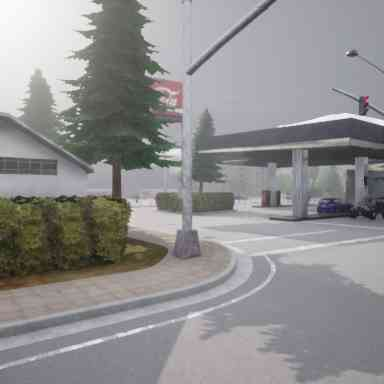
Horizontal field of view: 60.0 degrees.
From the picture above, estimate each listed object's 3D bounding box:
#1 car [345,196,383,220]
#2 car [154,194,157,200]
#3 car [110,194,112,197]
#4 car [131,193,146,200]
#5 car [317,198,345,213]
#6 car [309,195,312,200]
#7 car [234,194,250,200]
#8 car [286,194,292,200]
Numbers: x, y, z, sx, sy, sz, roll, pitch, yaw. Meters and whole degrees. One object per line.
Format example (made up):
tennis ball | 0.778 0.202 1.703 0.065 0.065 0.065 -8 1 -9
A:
car | 15.127 1.309 28.220 3.866 1.878 1.905 0 0 -36
car | -6.293 1.092 71.430 1.932 1.855 4.605 0 0 -36
car | -17.801 1.294 75.424 2.007 1.523 4.514 0 0 -36
car | -14.005 1.148 87.322 2.152 1.636 5.027 0 0 -36
car | 15.293 1.476 35.350 4.611 1.667 2.242 0 0 -36
car | 28.881 1.329 86.732 2.007 1.523 4.514 0 0 -36
car | 12.285 1.311 84.055 1.845 1.501 3.633 0 0 -36
car | 26.378 1.321 84.840 2.152 1.636 5.027 0 0 -36
